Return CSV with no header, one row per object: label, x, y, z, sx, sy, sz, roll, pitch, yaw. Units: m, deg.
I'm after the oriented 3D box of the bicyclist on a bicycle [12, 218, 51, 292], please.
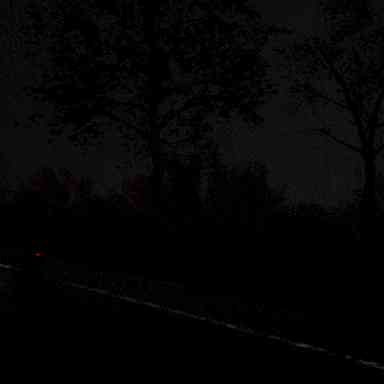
bicyclist on a bicycle,-3.742,1.437,7.722,1.656,1.620,0.582,0,0,35
